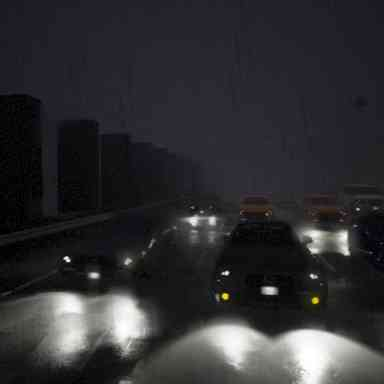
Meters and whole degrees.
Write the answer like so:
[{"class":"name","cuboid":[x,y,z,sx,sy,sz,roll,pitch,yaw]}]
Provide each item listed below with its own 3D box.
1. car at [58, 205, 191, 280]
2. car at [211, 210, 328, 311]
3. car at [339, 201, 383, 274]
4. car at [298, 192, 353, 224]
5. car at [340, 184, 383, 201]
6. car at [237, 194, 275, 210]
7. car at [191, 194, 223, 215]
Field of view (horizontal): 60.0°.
[{"class":"car","cuboid":[-1.588,1.290,9.580,2.033,1.411,5.357,0,2,10]},{"class":"car","cuboid":[1.570,1.342,7.313,1.994,1.385,4.181,0,2,9]},{"class":"car","cuboid":[5.226,1.212,7.916,1.882,1.535,5.008,0,2,10]},{"class":"car","cuboid":[7.104,0.907,18.529,1.882,1.535,5.008,0,2,11]},{"class":"car","cuboid":[11.445,0.504,22.436,2.150,2.045,5.566,0,2,11]},{"class":"car","cuboid":[3.639,0.921,19.034,1.882,1.535,5.008,0,2,11]},{"class":"car","cuboid":[1.171,0.858,24.597,2.033,1.411,5.357,0,2,11]}]
